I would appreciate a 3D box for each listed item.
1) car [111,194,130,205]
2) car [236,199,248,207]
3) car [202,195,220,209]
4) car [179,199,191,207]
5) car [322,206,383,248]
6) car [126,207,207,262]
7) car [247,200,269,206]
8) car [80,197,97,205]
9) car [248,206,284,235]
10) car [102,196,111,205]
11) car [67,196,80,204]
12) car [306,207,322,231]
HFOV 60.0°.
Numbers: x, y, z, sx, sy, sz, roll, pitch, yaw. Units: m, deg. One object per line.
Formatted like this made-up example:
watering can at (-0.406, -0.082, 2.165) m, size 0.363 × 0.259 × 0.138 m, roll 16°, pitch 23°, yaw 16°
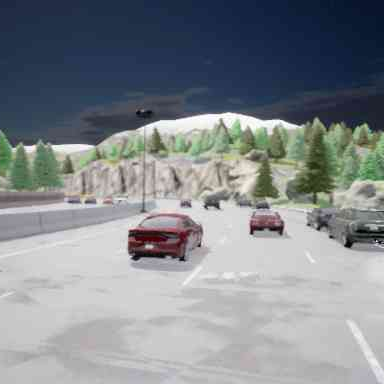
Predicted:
car at (-11.991, 1.447, 57.257) m, size 2.150 × 2.045 × 5.566 m, roll 1°, pitch 0°, yaw -4°
car at (9.080, 1.940, 59.177) m, size 2.128 × 1.511 × 4.902 m, roll 1°, pitch 0°, yaw -5°
car at (2.874, 1.556, 50.688) m, size 2.150 × 2.045 × 5.566 m, roll 1°, pitch 0°, yaw -3°
car at (-1.192, 1.860, 57.249) m, size 1.812 × 1.442 × 4.674 m, roll 1°, pitch -1°, yaw -6°
car at (7.840, 1.526, 15.695) m, size 2.097 × 1.767 × 4.553 m, roll 1°, pitch 0°, yaw 11°
car at (-0.813, 1.546, 12.597) m, size 1.882 × 1.535 × 5.008 m, roll 1°, pitch 0°, yaw 11°
car at (9.531, 1.884, 46.689) m, size 1.837 × 1.490 × 4.892 m, roll 1°, pitch 0°, yaw -1°
car at (-19.929, 1.730, 65.548) m, size 2.033 × 1.411 × 5.357 m, roll 1°, pitch 0°, yaw -7°
car at (4.377, 1.768, 20.224) m, size 1.895 × 1.301 × 4.718 m, roll 1°, pitch 0°, yaw 8°
car at (-16.435, 1.586, 65.868) m, size 2.097 × 1.767 × 4.553 m, roll 1°, pitch 0°, yaw -7°
car at (-23.681, 1.519, 67.012) m, size 2.097 × 1.767 × 4.553 m, roll 1°, pitch 0°, yaw -9°
car at (8.932, 1.731, 22.318) m, size 1.837 × 1.490 × 4.892 m, roll 1°, pitch 0°, yaw 8°
